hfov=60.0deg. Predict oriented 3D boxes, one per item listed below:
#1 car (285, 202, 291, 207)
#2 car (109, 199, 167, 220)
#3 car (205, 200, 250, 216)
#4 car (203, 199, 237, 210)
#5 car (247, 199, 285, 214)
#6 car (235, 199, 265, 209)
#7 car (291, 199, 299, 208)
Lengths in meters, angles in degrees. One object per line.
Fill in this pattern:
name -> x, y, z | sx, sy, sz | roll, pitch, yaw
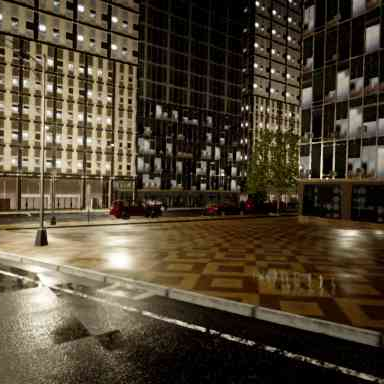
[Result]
car -> 13.569, 1.932, 54.127 | 4.206, 1.307, 1.802 | 1, 1, -35
car -> -5.318, 1.642, 31.570 | 5.009, 1.841, 2.192 | 1, 1, -35
car -> 4.019, 1.964, 37.998 | 4.507, 1.381, 1.887 | 1, 1, -35
car -> 4.088, 1.781, 47.605 | 4.829, 1.417, 1.752 | 1, 1, -35
car -> 8.695, 1.780, 41.206 | 5.009, 1.841, 2.192 | 1, 1, -35
car -> 8.899, 1.869, 50.915 | 4.313, 1.339, 1.947 | 1, 1, -35
car -> 18.241, 1.962, 57.338 | 4.313, 1.339, 1.947 | 1, 1, -35
